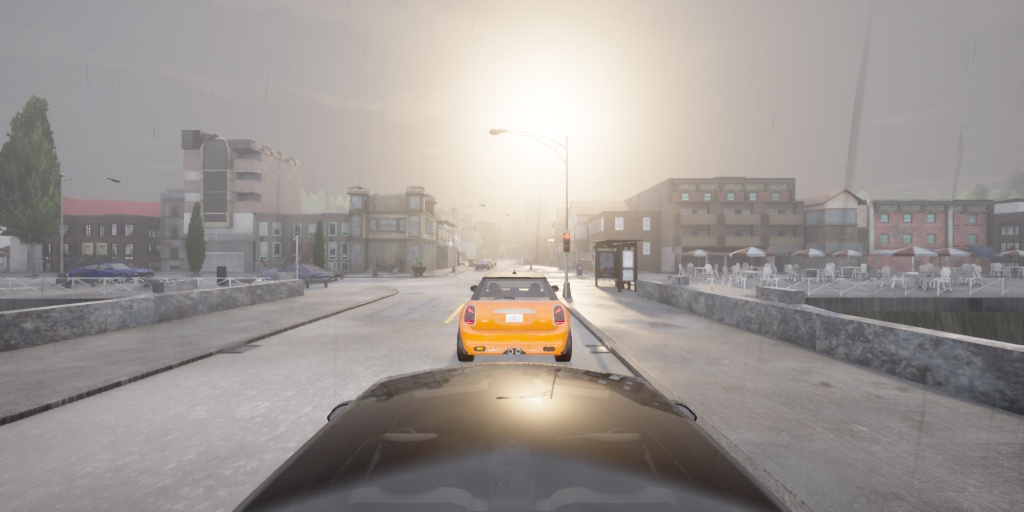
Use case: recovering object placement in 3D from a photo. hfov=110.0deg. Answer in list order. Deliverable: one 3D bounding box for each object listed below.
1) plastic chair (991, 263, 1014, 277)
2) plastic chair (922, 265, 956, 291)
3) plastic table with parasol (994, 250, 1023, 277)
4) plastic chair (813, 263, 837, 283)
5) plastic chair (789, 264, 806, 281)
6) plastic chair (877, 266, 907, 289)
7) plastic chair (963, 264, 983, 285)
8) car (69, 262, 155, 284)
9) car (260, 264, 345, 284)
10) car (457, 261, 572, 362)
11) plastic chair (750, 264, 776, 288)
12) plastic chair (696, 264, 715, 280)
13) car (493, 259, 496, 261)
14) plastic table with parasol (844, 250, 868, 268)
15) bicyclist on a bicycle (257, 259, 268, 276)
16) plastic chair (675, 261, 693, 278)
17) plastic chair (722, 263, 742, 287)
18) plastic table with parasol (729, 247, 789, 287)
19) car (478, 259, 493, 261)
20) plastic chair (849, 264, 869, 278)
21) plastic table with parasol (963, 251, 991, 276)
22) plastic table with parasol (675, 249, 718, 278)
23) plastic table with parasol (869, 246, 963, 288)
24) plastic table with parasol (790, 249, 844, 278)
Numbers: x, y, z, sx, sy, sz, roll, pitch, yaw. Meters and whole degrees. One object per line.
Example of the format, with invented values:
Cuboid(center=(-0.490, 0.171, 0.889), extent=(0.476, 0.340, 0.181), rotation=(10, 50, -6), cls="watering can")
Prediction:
Cuboid(center=(45.505, 1.279, 33.325), extent=(0.730, 1.272, 0.750), rotation=(0, 0, 0), cls="plastic chair")
Cuboid(center=(23.701, 1.279, 19.931), extent=(0.750, 1.272, 0.730), rotation=(0, 0, 0), cls="plastic chair")
Cuboid(center=(46.705, 0.675, 33.205), extent=(2.482, 2.480, 2.482), rotation=(0, 0, 0), cls="plastic table with parasol")
Cuboid(center=(22.803, 1.279, 26.131), extent=(0.750, 1.272, 0.730), rotation=(0, 0, 0), cls="plastic chair")
Cuboid(center=(21.703, 1.279, 27.531), extent=(0.730, 1.272, 0.750), rotation=(0, 0, 0), cls="plastic chair")
Cuboid(center=(22.602, 1.279, 21.331), extent=(0.730, 1.272, 0.750), rotation=(0, 0, 0), cls="plastic chair")
Cuboid(center=(30.502, 1.279, 23.829), extent=(0.750, 1.272, 0.730), rotation=(0, 0, 0), cls="plastic chair")
Cuboid(center=(-29.088, 1.227, 26.188), extent=(5.008, 1.535, 1.882), rotation=(0, 0, 0), cls="car")
Cuboid(center=(-15.239, 1.297, 26.173), extent=(5.357, 1.411, 2.033), rotation=(0, 0, 0), cls="car")
Cuboid(center=(0.061, 1.102, 8.375), extent=(2.097, 1.767, 4.553), rotation=(0, 0, 1), cls="car")
Cuboid(center=(15.002, 1.279, 21.433), extent=(0.750, 1.272, 0.730), rotation=(0, 0, 0), cls="plastic chair")
Cuboid(center=(15.804, 1.279, 29.233), extent=(0.750, 1.272, 0.730), rotation=(0, 0, 0), cls="plastic chair")
Cuboid(center=(-4.071, 1.228, 60.704), extent=(1.882, 1.535, 5.008), rotation=(0, 0, 0), cls="car")
Cuboid(center=(30.234, 0.675, 32.199), extent=(2.482, 2.480, 2.482), rotation=(0, 0, 0), cls="plastic table with parasol")
Cuboid(center=(-24.014, 1.099, 34.583), extent=(0.582, 1.620, 1.656), rotation=(0, 0, 0), cls="bicyclist on a bicycle")
Cuboid(center=(14.704, 1.279, 30.633), extent=(0.730, 1.272, 0.750), rotation=(0, 0, 0), cls="plastic chair")
Cuboid(center=(13.902, 1.279, 22.833), extent=(0.730, 1.272, 0.750), rotation=(0, 0, 0), cls="plastic chair")
Cuboid(center=(15.172, 0.675, 22.693), extent=(2.482, 2.480, 2.482), rotation=(0, 0, 0), cls="plastic table with parasol")
Cuboid(center=(-4.091, 1.228, 51.054), extent=(1.882, 1.535, 5.008), rotation=(0, 0, 0), cls="car")
Cuboid(center=(29.904, 1.279, 30.829), extent=(0.750, 1.272, 0.730), rotation=(0, 0, 0), cls="plastic chair")
Cuboid(center=(30.513, 0.675, 25.109), extent=(2.482, 2.480, 2.482), rotation=(0, 0, 0), cls="plastic table with parasol")
Cuboid(center=(15.924, 0.675, 30.513), extent=(2.482, 2.480, 2.482), rotation=(0, 0, 0), cls="plastic table with parasol")
Cuboid(center=(23.802, 0.675, 21.281), extent=(2.482, 2.480, 2.482), rotation=(0, 0, 0), cls="plastic table with parasol")
Cuboid(center=(22.903, 0.675, 27.481), extent=(2.482, 2.480, 2.482), rotation=(0, 0, 0), cls="plastic table with parasol")
